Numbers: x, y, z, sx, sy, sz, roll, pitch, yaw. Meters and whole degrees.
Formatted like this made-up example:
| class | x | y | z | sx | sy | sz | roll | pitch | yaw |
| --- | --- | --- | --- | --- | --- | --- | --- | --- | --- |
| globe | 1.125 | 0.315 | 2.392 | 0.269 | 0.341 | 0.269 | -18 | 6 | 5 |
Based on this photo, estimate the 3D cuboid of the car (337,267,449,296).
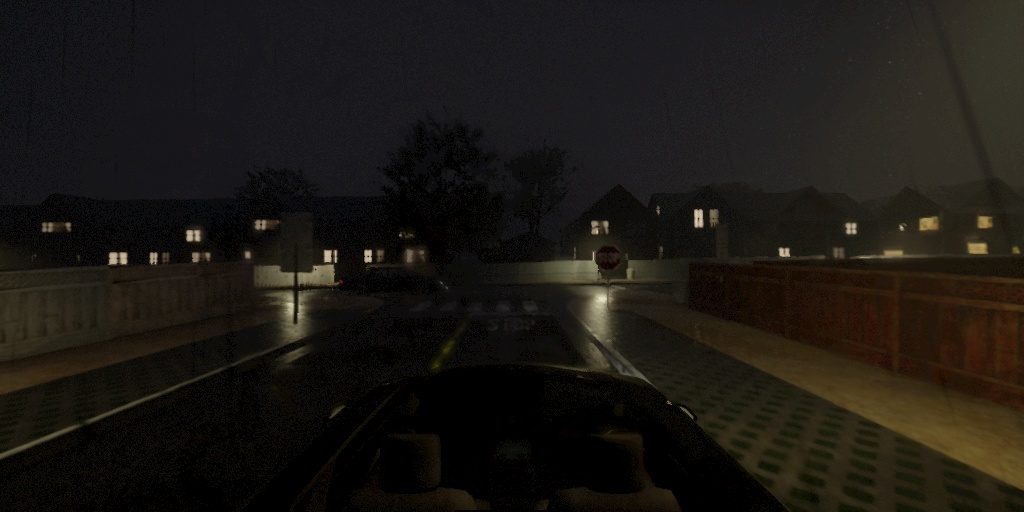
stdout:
| class | x | y | z | sx | sy | sz | roll | pitch | yaw |
| --- | --- | --- | --- | --- | --- | --- | --- | --- | --- |
| car | -6.052 | 1.280 | 18.554 | 5.357 | 1.411 | 2.033 | -1 | -1 | 0 |
